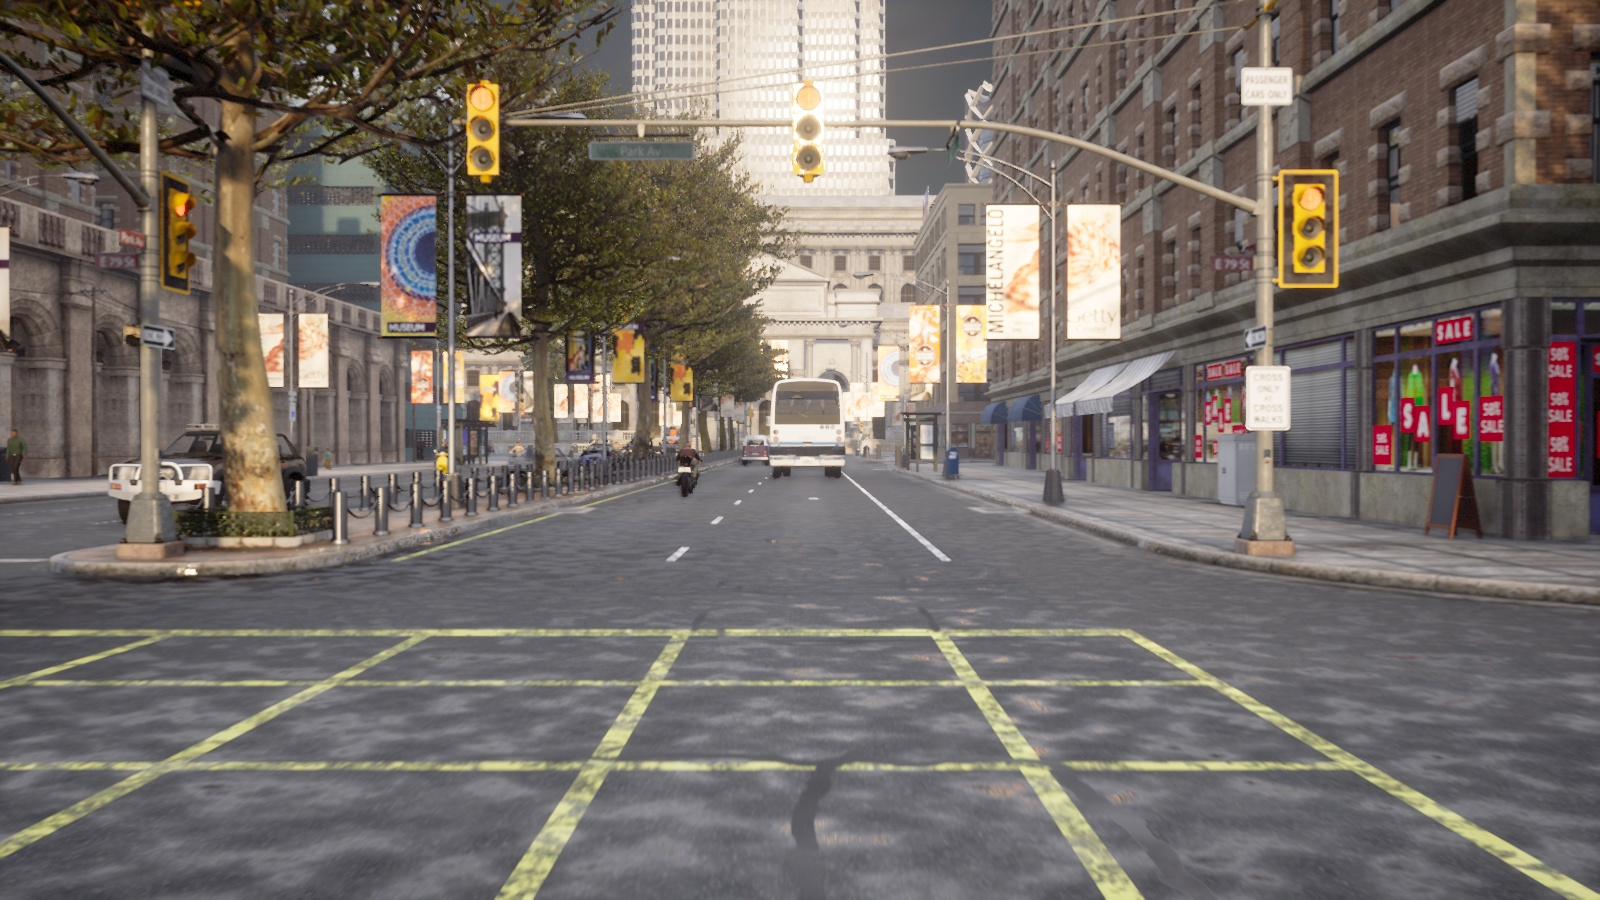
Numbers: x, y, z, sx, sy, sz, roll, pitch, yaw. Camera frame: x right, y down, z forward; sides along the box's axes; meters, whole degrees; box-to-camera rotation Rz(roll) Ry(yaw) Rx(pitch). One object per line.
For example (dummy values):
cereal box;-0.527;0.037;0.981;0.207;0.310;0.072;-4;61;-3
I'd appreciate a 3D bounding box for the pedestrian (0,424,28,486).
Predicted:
pedestrian;-24.812;0.160;39.621;0.423;1.949;0.788;0;0;0

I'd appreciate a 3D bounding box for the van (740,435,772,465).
van;-2.995;-0.019;86.400;2.069;2.038;4.480;0;0;0

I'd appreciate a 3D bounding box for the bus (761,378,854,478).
bus;0.350;-0.960;58.578;3.944;4.253;10.273;0;0;0

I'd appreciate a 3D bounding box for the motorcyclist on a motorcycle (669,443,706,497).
motorcyclist on a motorcycle;-3.276;0.572;36.782;0.866;1.530;2.191;0;0;0

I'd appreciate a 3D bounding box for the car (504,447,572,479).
car;-11.180;0.534;53.845;1.895;1.301;4.718;0;0;0

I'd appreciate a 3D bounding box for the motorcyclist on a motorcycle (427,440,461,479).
motorcyclist on a motorcycle;-14.691;0.396;51.866;0.866;1.590;1.817;0;0;0

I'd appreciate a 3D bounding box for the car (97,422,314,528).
car;-11.287;0.417;24.258;1.932;1.855;4.605;0;0;1

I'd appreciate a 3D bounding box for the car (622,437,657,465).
car;-10.996;0.048;86.116;1.905;1.878;3.866;0;0;0

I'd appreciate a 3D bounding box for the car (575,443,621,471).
car;-11.092;0.361;69.258;1.816;1.474;4.193;0;0;0
